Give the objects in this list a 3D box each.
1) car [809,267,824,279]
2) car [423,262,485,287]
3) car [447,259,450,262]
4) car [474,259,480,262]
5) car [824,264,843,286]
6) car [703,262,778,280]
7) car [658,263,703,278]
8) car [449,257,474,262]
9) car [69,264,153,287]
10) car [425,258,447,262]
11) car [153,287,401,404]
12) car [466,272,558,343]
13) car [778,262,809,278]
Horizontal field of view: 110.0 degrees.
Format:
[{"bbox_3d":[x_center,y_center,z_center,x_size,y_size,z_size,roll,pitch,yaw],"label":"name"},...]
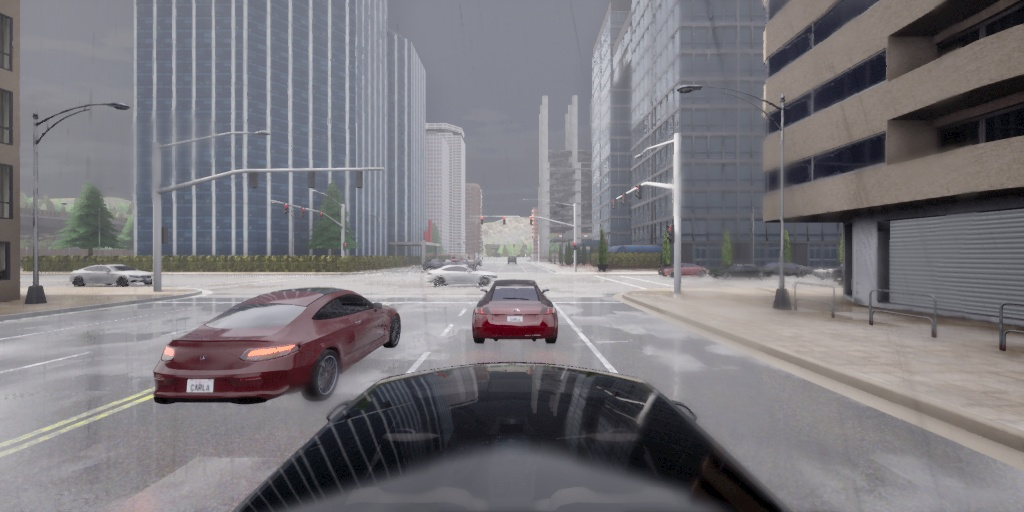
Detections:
[{"bbox_3d":[28.540,1.351,30.414,4.718,1.301,1.895,0,0,1],"label":"car"},{"bbox_3d":[-3.283,1.275,23.546,4.674,1.442,1.812,0,0,1],"label":"car"},{"bbox_3d":[-10.568,1.276,58.177,1.812,1.442,4.674,0,0,1],"label":"car"},{"bbox_3d":[-7.057,1.275,60.841,1.812,1.442,4.674,0,0,1],"label":"car"},{"bbox_3d":[23.687,1.255,23.265,4.892,1.490,1.837,0,0,1],"label":"car"},{"bbox_3d":[19.371,1.351,30.511,4.718,1.301,1.895,0,0,1],"label":"car"},{"bbox_3d":[16.148,1.314,34.047,4.181,1.385,1.994,0,0,1],"label":"car"},{"bbox_3d":[-7.071,1.241,50.886,2.128,1.511,4.902,0,0,0],"label":"car"},{"bbox_3d":[-26.442,1.276,23.807,4.674,1.442,1.812,0,0,0],"label":"car"},{"bbox_3d":[-10.575,1.102,48.361,2.097,1.767,4.553,0,0,0],"label":"car"},{"bbox_3d":[-3.441,1.276,6.280,1.812,1.442,4.674,0,0,0],"label":"car"},{"bbox_3d":[0.079,1.314,9.669,1.994,1.385,4.181,0,0,0],"label":"car"},{"bbox_3d":[25.383,1.297,33.949,5.357,1.411,2.033,0,0,1],"label":"car"}]
